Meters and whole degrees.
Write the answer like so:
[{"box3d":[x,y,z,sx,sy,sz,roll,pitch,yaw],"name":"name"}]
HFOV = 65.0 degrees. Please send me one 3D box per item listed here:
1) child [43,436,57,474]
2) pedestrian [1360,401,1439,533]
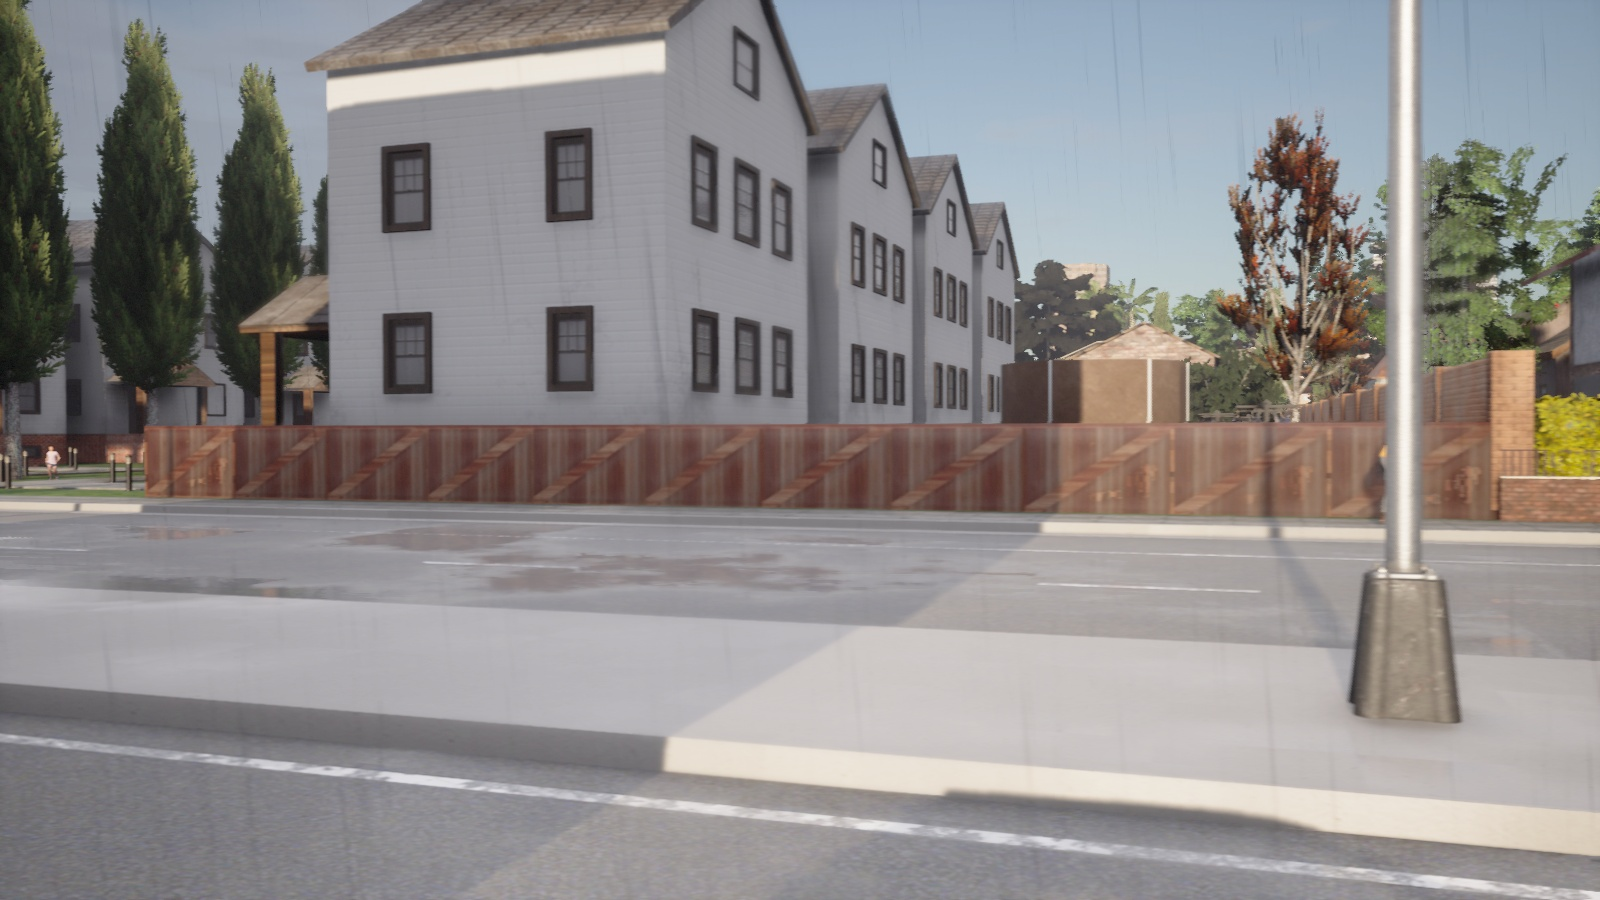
[{"box3d":[-22.054,0.149,36.937,0.255,1.110,0.394,0,1,-18],"name":"child"},{"box3d":[8.673,0.223,18.195,0.900,1.855,0.874,1,1,18],"name":"pedestrian"}]
